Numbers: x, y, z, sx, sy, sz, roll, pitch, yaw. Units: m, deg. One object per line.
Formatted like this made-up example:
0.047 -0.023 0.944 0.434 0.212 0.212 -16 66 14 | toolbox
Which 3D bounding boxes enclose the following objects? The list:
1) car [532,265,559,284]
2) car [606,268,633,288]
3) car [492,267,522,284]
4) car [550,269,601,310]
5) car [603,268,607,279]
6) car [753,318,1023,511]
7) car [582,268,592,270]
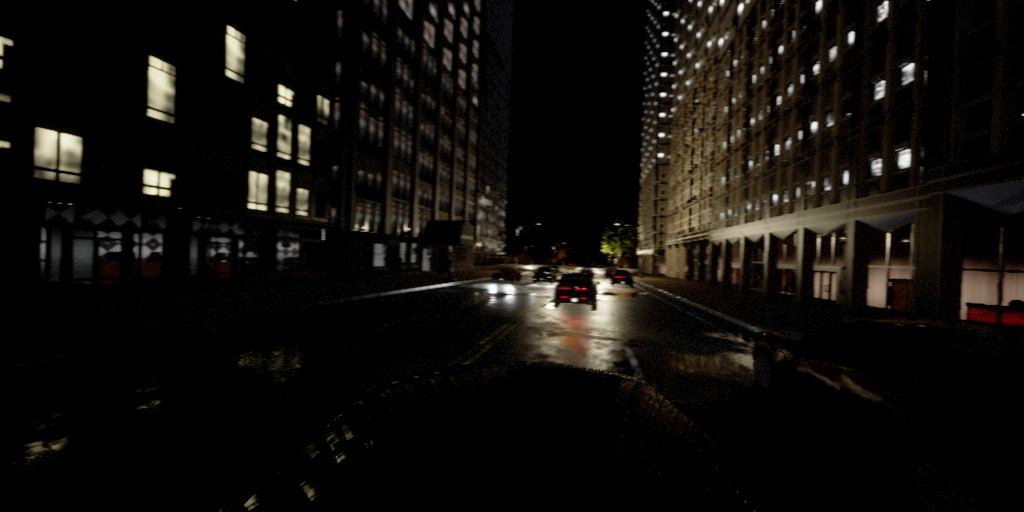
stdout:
3.037 1.737 32.619 1.837 1.490 4.892 2 -1 13 | car
9.791 2.001 32.272 1.837 1.490 4.892 2 -1 13 | car
-0.408 1.690 32.111 1.895 1.301 4.718 2 -1 13 | car
3.050 1.554 16.802 1.837 1.490 4.892 2 -1 13 | car
13.271 2.286 47.942 1.882 1.535 5.008 2 0 13 | car
4.599 1.438 4.004 1.882 1.535 5.008 2 -1 13 | car
10.072 2.252 48.437 1.994 1.385 4.181 2 -1 13 | car
